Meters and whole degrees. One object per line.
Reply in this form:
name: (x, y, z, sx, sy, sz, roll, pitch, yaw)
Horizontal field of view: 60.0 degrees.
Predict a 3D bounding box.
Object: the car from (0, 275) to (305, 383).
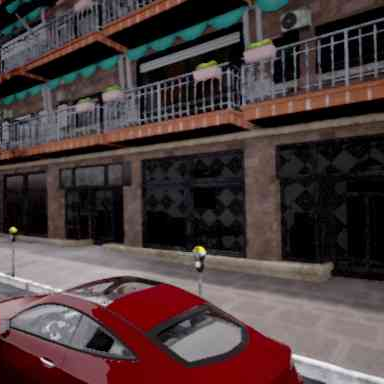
car: (-0.968, 1.603, 3.579, 4.206, 1.307, 1.802, -1, -1, 36)
